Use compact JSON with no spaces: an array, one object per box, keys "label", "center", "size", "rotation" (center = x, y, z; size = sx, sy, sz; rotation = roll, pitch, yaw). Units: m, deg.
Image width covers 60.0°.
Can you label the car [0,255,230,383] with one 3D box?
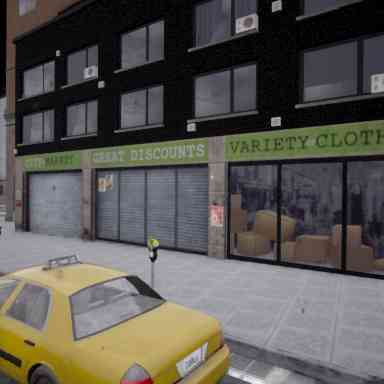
[{"label":"car","center":[-1.875,1.524,4.428],"size":[4.829,1.417,1.752],"rotation":[0,1,36]}]

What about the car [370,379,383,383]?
[{"label":"car","center":[2.810,1.551,1.085],"size":[4.403,1.369,2.008],"rotation":[0,1,36]}]
